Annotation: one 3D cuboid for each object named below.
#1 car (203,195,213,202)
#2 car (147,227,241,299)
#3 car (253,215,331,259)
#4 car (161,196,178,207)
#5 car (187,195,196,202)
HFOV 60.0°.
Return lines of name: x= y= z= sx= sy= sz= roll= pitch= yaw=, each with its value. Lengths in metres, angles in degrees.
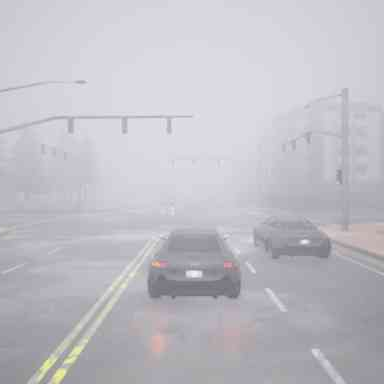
car: x=3.467 y=1.390 z=72.015 sx=2.128 sy=1.511 sz=4.902 roll=0 pitch=0 yaw=0
car: x=0.055 y=1.567 z=8.491 sx=1.994 sy=1.385 sz=4.181 roll=0 pitch=0 yaw=0
car: x=3.576 y=1.567 z=12.577 sx=1.994 sy=1.385 sz=4.181 roll=0 pitch=0 yaw=0
car: x=-3.596 y=1.545 z=50.464 sx=1.812 sy=1.442 sz=4.674 roll=0 pitch=0 yaw=0
car: x=-0.033 y=1.419 z=71.999 sx=1.994 sy=1.385 sz=4.181 roll=0 pitch=0 yaw=0
